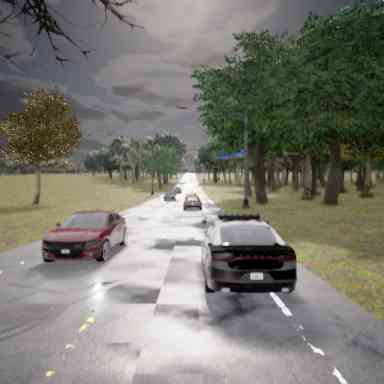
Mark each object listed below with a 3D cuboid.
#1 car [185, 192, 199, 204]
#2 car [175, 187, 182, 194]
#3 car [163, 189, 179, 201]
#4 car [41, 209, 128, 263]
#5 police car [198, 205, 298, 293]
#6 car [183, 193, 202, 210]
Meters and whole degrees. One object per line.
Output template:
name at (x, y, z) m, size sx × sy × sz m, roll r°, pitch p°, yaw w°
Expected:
car at (0.034, 0.820, 46.986) m, size 1.882 × 1.535 × 5.008 m, roll 0°, pitch 1°, yaw 1°
car at (-3.488, -0.350, 83.133) m, size 1.837 × 1.490 × 4.892 m, roll 0°, pitch 2°, yaw 0°
car at (-3.575, 0.685, 53.819) m, size 1.837 × 1.490 × 4.892 m, roll 0°, pitch 2°, yaw 0°
car at (-3.598, 1.409, 11.962) m, size 1.882 × 1.535 × 5.008 m, roll 0°, pitch 0°, yaw 0°
police car at (1.226, 1.379, 8.877) m, size 1.930 × 1.638 × 5.238 m, roll 0°, pitch 0°, yaw 0°
car at (0.074, 1.141, 36.544) m, size 1.994 × 1.385 × 4.181 m, roll 0°, pitch 1°, yaw 0°
